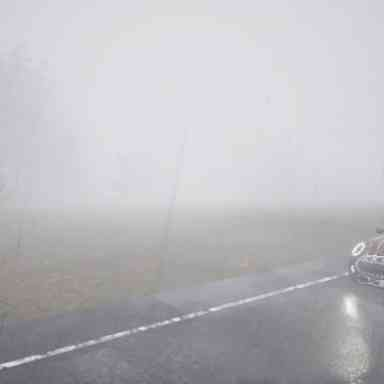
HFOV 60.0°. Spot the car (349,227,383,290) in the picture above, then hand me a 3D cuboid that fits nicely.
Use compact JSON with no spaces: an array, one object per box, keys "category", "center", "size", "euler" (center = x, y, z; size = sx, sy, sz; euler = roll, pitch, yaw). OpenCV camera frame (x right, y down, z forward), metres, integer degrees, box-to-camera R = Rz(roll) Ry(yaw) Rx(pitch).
[{"category":"car","center":[5.855,1.318,8.167],"size":[4.553,1.767,2.097],"euler":[0,0,-35]}]
